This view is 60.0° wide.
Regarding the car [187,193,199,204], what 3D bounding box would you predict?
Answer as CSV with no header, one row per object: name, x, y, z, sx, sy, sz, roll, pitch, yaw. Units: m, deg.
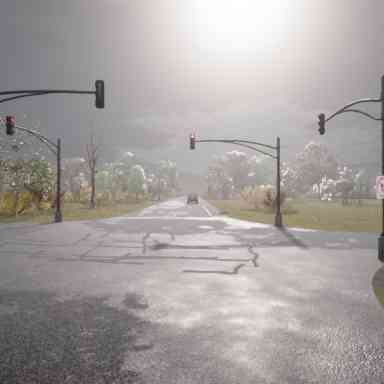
car,0.150,1.293,67.563,2.150,2.045,5.566,0,0,0
